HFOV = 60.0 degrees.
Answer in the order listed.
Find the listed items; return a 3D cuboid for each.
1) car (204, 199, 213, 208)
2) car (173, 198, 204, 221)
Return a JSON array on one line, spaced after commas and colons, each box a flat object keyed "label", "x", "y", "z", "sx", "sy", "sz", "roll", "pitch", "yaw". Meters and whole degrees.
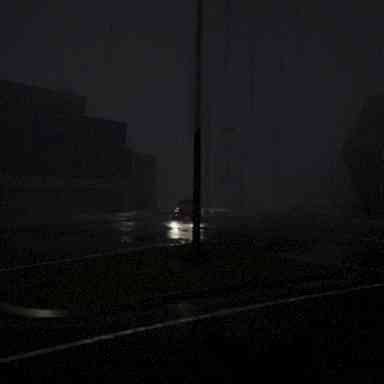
[{"label": "car", "x": 1.232, "y": 1.572, "z": 48.034, "sx": 1.895, "sy": 1.301, "sz": 4.718, "roll": 1, "pitch": 0, "yaw": -24}, {"label": "car", "x": -0.354, "y": 1.320, "z": 26.716, "sx": 2.097, "sy": 1.767, "sz": 4.553, "roll": 1, "pitch": 0, "yaw": 0}]
